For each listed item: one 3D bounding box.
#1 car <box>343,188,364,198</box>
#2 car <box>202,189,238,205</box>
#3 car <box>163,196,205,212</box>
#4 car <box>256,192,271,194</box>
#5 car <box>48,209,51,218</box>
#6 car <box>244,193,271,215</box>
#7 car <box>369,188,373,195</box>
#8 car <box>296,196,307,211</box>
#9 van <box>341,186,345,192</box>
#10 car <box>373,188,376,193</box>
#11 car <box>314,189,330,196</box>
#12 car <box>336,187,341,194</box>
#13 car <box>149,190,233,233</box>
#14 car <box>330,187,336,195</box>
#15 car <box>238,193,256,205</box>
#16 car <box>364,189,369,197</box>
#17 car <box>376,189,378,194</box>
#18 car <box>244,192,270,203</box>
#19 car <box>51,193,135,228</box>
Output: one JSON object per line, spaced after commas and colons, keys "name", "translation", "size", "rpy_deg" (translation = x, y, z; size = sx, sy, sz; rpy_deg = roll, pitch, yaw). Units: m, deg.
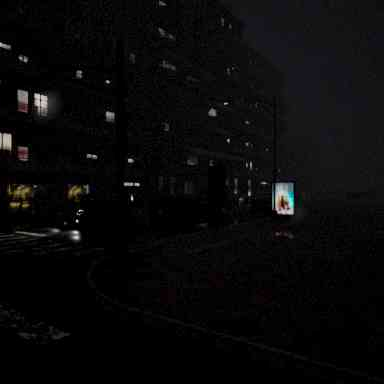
{"name": "car", "translation": [28.536, 0.308, 58.604], "size": [1.887, 1.381, 4.507], "rpy_deg": [1, 2, 35]}
{"name": "car", "translation": [1.672, 0.707, 30.420], "size": [2.150, 2.045, 5.566], "rpy_deg": [0, 1, 35]}
{"name": "car", "translation": [-0.663, 1.069, 31.579], "size": [1.802, 1.307, 4.206], "rpy_deg": [2, 2, 35]}
{"name": "car", "translation": [9.381, 0.758, 41.369], "size": [1.812, 1.442, 4.674], "rpy_deg": [0, 2, 35]}
{"name": "car", "translation": [-7.032, 1.009, 22.492], "size": [2.192, 1.841, 5.009], "rpy_deg": [1, 2, 35]}
{"name": "car", "translation": [6.233, 1.069, 26.818], "size": [1.947, 1.339, 4.313], "rpy_deg": [1, 2, 35]}
{"name": "car", "translation": [34.907, 0.095, 67.686], "size": [1.887, 1.381, 4.507], "rpy_deg": [1, 2, 35]}
{"name": "car", "translation": [9.419, 0.964, 31.359], "size": [1.947, 1.339, 4.313], "rpy_deg": [1, 2, 35]}
{"name": "van", "translation": [37.561, -0.446, 86.052], "size": [1.690, 1.788, 3.998], "rpy_deg": [2, 2, 35]}
{"name": "car", "translation": [38.093, -0.012, 72.227], "size": [1.887, 1.381, 4.507], "rpy_deg": [1, 2, 35]}
{"name": "car", "translation": [28.004, -0.025, 72.434], "size": [1.967, 1.590, 4.097], "rpy_deg": [2, 2, 35]}
{"name": "car", "translation": [34.376, -0.240, 81.515], "size": [1.967, 1.590, 4.097], "rpy_deg": [2, 2, 35]}
{"name": "car", "translation": [-0.137, 1.026, 17.730], "size": [2.192, 1.841, 5.009], "rpy_deg": [1, 2, 35]}
{"name": "car", "translation": [31.189, -0.028, 76.978], "size": [1.887, 1.381, 4.507], "rpy_deg": [2, 2, 35]}
{"name": "car", "translation": [5.707, 0.828, 40.659], "size": [2.008, 1.369, 4.403], "rpy_deg": [2, 2, 35]}
{"name": "car", "translation": [31.721, 0.098, 63.142], "size": [1.967, 1.590, 4.097], "rpy_deg": [1, 2, 35]}
{"name": "car", "translation": [44.464, -0.221, 81.309], "size": [2.008, 1.369, 4.403], "rpy_deg": [1, 2, 35]}
{"name": "car", "translation": [8.892, 0.754, 45.199], "size": [1.802, 1.307, 4.206], "rpy_deg": [2, 2, 35]}
{"name": "car", "translation": [-5.642, 1.075, 19.996], "size": [2.097, 1.767, 4.553], "rpy_deg": [0, 1, 35]}
